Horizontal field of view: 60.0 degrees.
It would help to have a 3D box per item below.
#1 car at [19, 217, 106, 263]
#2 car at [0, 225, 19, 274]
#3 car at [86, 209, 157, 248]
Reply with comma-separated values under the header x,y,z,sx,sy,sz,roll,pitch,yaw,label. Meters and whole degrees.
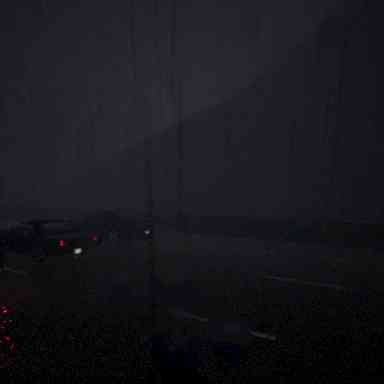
x,y,z,sx,sy,sz,roll,pitch,yaw,label
-5.569,1.667,12.269,4.718,1.301,1.895,0,0,36,car
-6.879,1.566,8.903,4.892,1.490,1.837,0,0,36,car
-3.886,1.546,15.367,5.008,1.535,1.882,0,0,36,car
